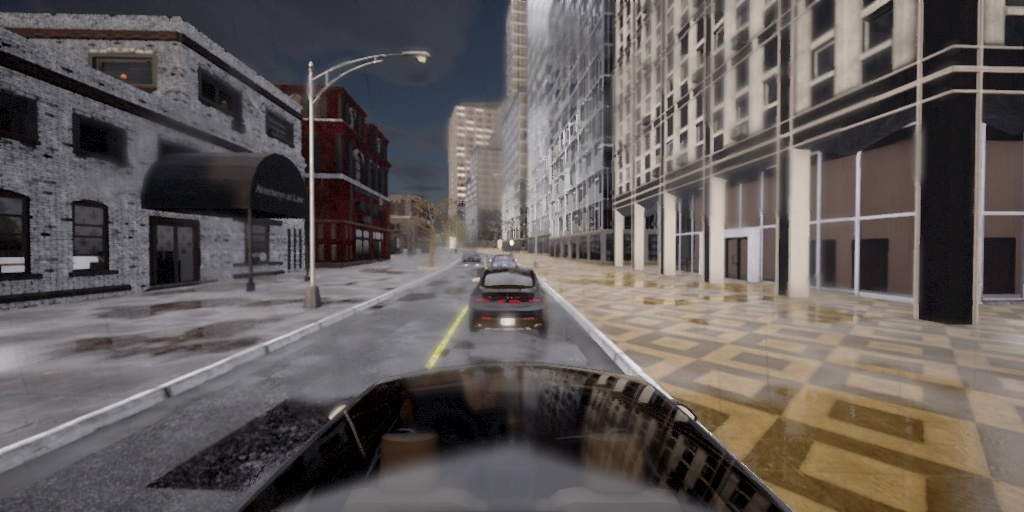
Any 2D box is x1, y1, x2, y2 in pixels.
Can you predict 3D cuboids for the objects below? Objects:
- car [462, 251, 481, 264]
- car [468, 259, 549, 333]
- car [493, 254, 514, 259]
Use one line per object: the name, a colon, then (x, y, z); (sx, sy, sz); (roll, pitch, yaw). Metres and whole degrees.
car: (-4.512, 0.143, 40.459); (1.994, 1.385, 4.181); (0, 2, -5)
car: (-0.069, 1.015, 9.811); (1.837, 1.490, 4.892); (0, 2, 0)
car: (-0.615, 0.575, 25.762); (2.033, 1.411, 5.357); (0, 2, -2)
